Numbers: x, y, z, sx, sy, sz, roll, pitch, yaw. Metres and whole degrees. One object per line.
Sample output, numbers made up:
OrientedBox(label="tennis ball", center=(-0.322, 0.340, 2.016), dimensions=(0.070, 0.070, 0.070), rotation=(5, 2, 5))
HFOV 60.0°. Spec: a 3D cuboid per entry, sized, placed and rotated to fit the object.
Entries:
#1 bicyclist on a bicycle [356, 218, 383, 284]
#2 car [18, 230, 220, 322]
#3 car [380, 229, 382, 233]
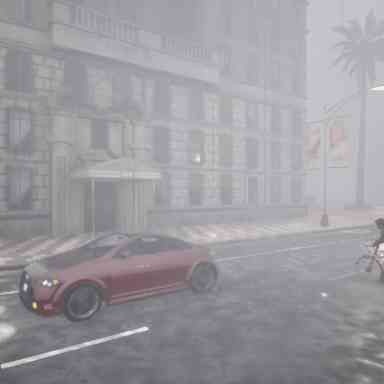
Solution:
OrientedBox(label="bicyclist on a bicycle", center=(4.669, 1.455, 7.891), dimensions=(0.582, 1.620, 1.656), rotation=(0, -2, -35))
OrientedBox(label="car", center=(-1.423, 1.563, 7.261), dimensions=(4.181, 1.385, 1.994), rotation=(0, 0, -35))
OrientedBox(label="car", center=(10.928, 1.526, 15.906), dimensions=(4.674, 1.442, 1.812), rotation=(0, 0, -34))
